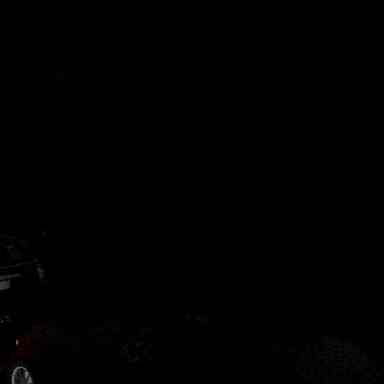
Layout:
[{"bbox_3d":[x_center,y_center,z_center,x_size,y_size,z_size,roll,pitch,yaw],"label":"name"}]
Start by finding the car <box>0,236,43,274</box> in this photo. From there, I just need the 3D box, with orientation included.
[{"bbox_3d":[-4.559,1.513,6.332,4.097,1.590,1.967,-1,0,36],"label":"car"}]

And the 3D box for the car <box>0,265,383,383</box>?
[{"bbox_3d":[-0.059,1.599,3.122,4.206,1.307,1.802,-1,0,36],"label":"car"}]
